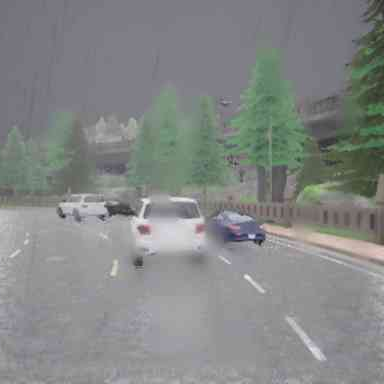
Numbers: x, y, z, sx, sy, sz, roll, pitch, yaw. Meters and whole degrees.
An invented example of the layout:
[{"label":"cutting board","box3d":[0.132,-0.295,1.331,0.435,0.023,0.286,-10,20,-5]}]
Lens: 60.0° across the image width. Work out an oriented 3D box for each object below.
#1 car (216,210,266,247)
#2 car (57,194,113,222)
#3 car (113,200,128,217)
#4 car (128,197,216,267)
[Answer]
[{"label":"car","box3d":[1.613,1.509,14.891,1.812,1.442,4.674,0,0,-17]},{"label":"car","box3d":[-8.786,1.195,26.452,2.150,2.045,5.566,0,0,-41]},{"label":"car","box3d":[-7.543,1.445,30.066,1.882,1.535,5.008,0,0,-44]},{"label":"car","box3d":[-1.020,1.205,11.634,2.150,2.045,5.566,0,-1,-11]}]
